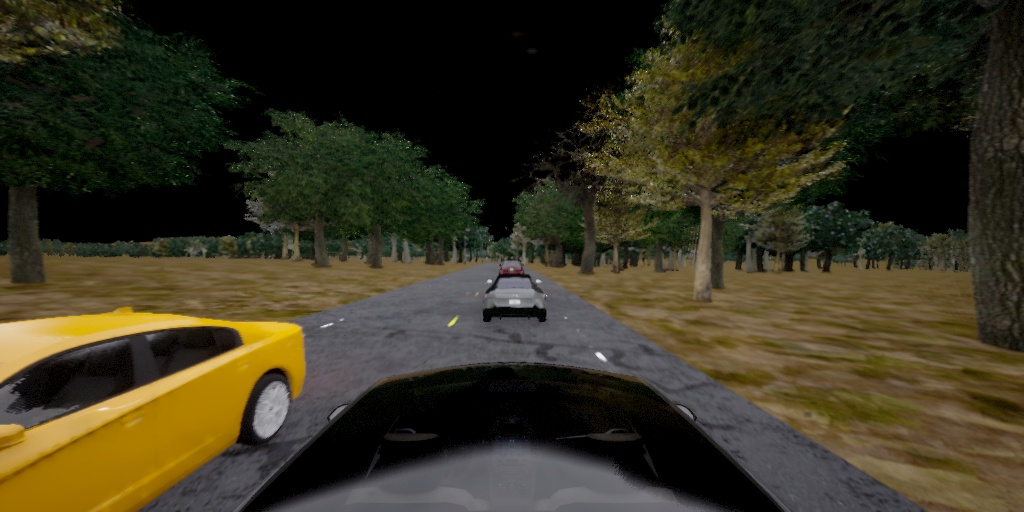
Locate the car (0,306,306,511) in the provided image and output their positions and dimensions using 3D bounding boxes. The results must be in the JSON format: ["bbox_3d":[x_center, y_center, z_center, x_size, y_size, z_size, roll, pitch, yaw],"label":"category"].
[{"bbox_3d":[-3.507,1.227,2.417,1.882,1.535,5.008,0,0,0],"label":"car"}]

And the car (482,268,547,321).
[{"bbox_3d":[0.073,1.289,12.272,1.994,1.385,4.181,0,0,0],"label":"car"}]

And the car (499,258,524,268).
[{"bbox_3d":[-0.050,1.069,30.395,2.097,1.767,4.553,0,0,-1],"label":"car"}]
